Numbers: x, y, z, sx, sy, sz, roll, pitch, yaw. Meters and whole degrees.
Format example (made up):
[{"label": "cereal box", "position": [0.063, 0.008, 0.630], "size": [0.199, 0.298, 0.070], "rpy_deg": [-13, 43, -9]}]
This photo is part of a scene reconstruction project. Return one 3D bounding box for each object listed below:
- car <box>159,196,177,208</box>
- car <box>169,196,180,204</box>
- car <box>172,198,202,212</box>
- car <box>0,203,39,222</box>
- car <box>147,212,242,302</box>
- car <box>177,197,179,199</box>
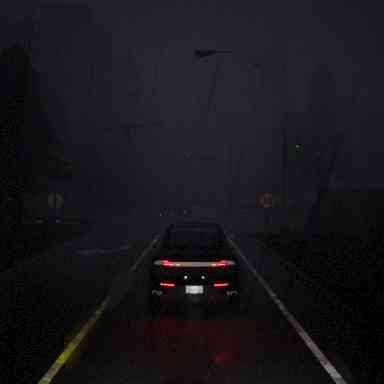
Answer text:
[{"label": "car", "position": [-3.524, 1.526, 46.841], "size": [1.812, 1.442, 4.674], "rpy_deg": [0, 0, 0]}, {"label": "car", "position": [-3.445, 1.564, 66.101], "size": [1.994, 1.385, 4.181], "rpy_deg": [0, 0, 1]}, {"label": "car", "position": [-0.218, 1.600, 34.556], "size": [1.895, 1.301, 4.718], "rpy_deg": [0, 0, 13]}, {"label": "car", "position": [-14.126, 1.579, 25.707], "size": [4.181, 1.385, 1.994], "rpy_deg": [0, 0, -1]}, {"label": "car", "position": [0.065, 1.492, 8.242], "size": [2.128, 1.511, 4.902], "rpy_deg": [0, 0, 1]}, {"label": "car", "position": [-3.513, 1.478, 56.130], "size": [1.882, 1.535, 5.008], "rpy_deg": [0, 0, 0]}]
